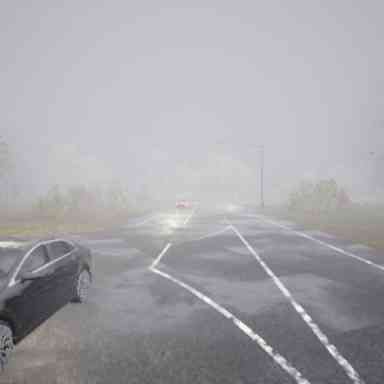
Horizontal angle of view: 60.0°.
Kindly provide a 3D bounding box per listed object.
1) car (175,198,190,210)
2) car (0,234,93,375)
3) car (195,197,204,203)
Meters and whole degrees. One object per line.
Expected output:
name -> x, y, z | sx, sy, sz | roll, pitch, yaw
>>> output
car -> -1.406, 1.741, 50.537 | 2.097, 1.767, 4.553 | 0, 0, 2
car -> -3.194, 1.542, 5.541 | 2.128, 1.511, 4.902 | 0, 0, 2
car -> 2.008, 2.155, 89.868 | 2.033, 1.411, 5.357 | 0, 0, 10
